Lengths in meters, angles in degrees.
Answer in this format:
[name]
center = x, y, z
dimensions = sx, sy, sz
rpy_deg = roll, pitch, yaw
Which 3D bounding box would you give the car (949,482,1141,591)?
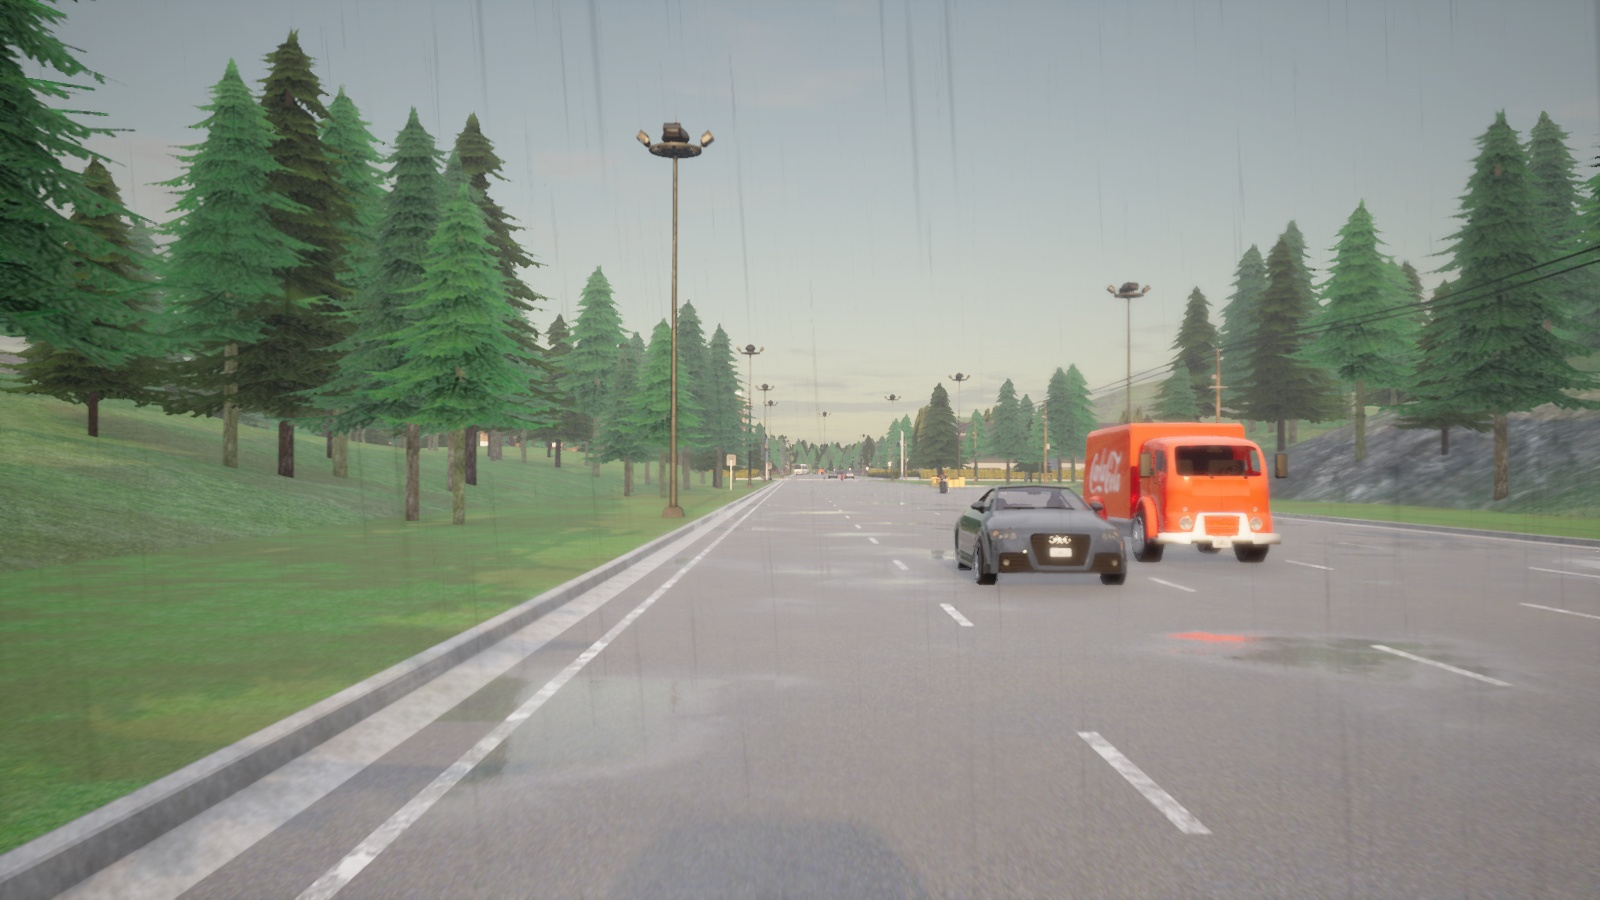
[car]
center = 3.455, 1.179, 18.523
dimensions = 1.994, 1.385, 4.181
rpy_deg = 0, -1, 0

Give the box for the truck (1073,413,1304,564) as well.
[truck]
center = 6.942, 0.700, 23.220
dimensions = 2.627, 2.467, 5.204
rpy_deg = 0, -1, 0
